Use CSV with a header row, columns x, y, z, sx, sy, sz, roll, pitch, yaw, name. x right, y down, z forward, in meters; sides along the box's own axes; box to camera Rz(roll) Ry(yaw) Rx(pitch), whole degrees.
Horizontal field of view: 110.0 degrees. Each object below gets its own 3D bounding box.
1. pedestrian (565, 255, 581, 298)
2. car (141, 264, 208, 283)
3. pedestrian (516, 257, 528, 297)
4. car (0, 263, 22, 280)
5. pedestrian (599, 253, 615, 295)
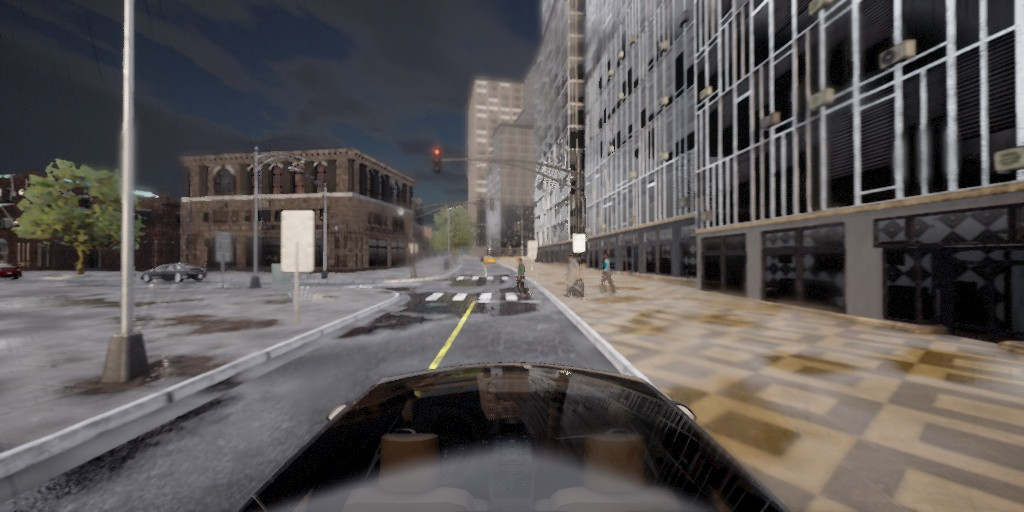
x,y,z,sx,sy,sz,roll,pitch,yaw,name
2.514,0.774,14.834,0.375,1.860,0.375,1,0,-2,pedestrian
-24.449,1.215,25.974,4.403,1.370,2.007,0,0,9,car
0.417,0.919,16.130,0.375,1.860,0.375,1,0,-2,pedestrian
-41.716,1.230,28.548,4.507,1.381,1.888,0,0,9,car
4.126,0.768,15.630,0.375,1.860,0.375,1,0,-2,pedestrian
